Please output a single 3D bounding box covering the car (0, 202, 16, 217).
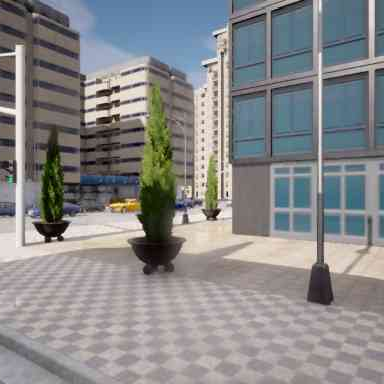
[{"bbox_3d":[-17.144,1.603,29.756,2.033,1.411,5.357,0,0,35],"label":"car"}]

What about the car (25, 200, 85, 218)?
[{"bbox_3d":[-12.488,1.581,30.236,1.812,1.442,4.674,0,0,35],"label":"car"}]

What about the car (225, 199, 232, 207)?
[{"bbox_3d":[7.082,1.656,51.492,1.895,1.301,4.718,0,0,35],"label":"car"}]

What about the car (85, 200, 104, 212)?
[{"bbox_3d":[-11.806,1.619,37.283,1.994,1.385,4.181,0,0,35],"label":"car"}]

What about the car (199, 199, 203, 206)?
[{"bbox_3d":[-0.023,1.581,53.833,1.812,1.442,4.674,0,0,36],"label":"car"}]

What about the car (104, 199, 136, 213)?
[{"bbox_3d":[-7.163,1.533,37.783,1.882,1.535,5.008,0,0,35],"label":"car"}]

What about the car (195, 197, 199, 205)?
[{"bbox_3d":[-1.383,1.581,45.911,1.812,1.442,4.674,0,0,35],"label":"car"}]

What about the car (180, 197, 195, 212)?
[{"bbox_3d":[-2.207,1.533,38.384,1.882,1.535,5.008,0,0,35],"label":"car"}]
